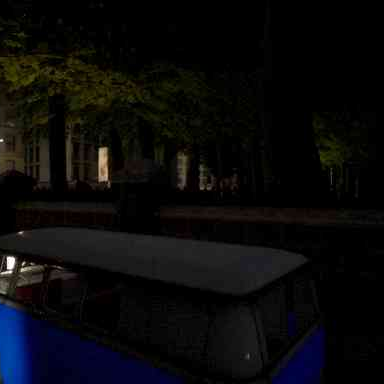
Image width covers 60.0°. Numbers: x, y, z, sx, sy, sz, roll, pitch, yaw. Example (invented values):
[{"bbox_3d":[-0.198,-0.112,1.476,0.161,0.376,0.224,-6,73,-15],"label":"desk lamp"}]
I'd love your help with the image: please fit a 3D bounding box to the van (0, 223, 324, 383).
[{"bbox_3d":[-0.749,1.341,3.395,3.998,1.788,1.690,0,0,36],"label":"van"}]
